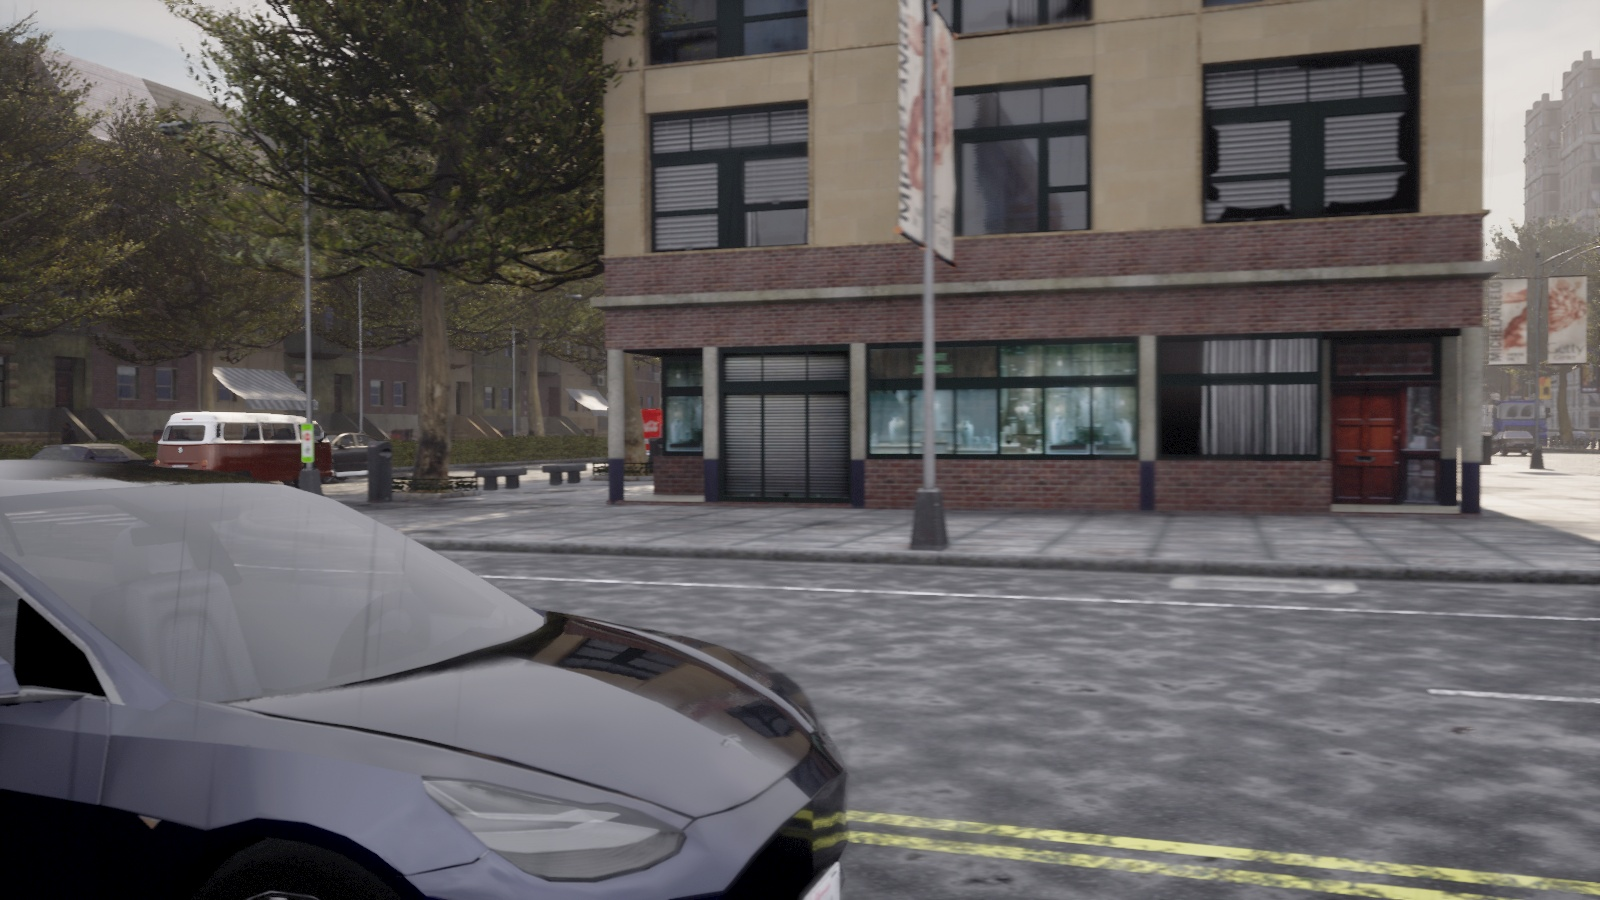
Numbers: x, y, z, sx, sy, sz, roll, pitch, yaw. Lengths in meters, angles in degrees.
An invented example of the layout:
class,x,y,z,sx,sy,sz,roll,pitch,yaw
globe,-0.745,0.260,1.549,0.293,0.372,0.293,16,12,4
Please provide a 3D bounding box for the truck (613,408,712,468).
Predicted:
class,x,y,z,sx,sy,sz,roll,pitch,yaw
truck,-5.880,-0.556,54.463,2.627,2.467,5.204,0,1,14

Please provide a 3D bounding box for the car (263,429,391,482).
class,x,y,z,sx,sy,sz,roll,pitch,yaw
car,-14.561,0.125,38.860,1.789,1.549,3.705,1,1,18

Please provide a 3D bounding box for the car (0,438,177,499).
class,x,y,z,sx,sy,sz,roll,pitch,yaw
car,-17.493,0.380,30.011,1.895,1.301,4.718,1,1,18

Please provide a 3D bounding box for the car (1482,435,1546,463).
class,x,y,z,sx,sy,sz,roll,pitch,yaw
car,39.054,-0.080,68.799,2.033,1.411,5.357,1,1,18

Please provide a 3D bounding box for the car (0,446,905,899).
class,x,y,z,sx,sy,sz,roll,pitch,yaw
car,-2.267,0.754,3.956,4.792,1.488,2.163,1,1,19

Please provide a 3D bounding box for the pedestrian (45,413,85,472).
class,x,y,z,sx,sy,sz,roll,pitch,yaw
pedestrian,-23.534,-0.250,40.201,0.634,1.844,0.899,1,1,21

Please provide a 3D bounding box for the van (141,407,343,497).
class,x,y,z,sx,sy,sz,roll,pitch,yaw
van,-13.532,0.005,30.802,2.069,2.038,4.480,0,1,18

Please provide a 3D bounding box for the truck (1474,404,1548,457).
class,x,y,z,sx,sy,sz,roll,pitch,yaw
truck,48.307,-1.343,85.529,2.891,3.462,7.936,1,1,18
